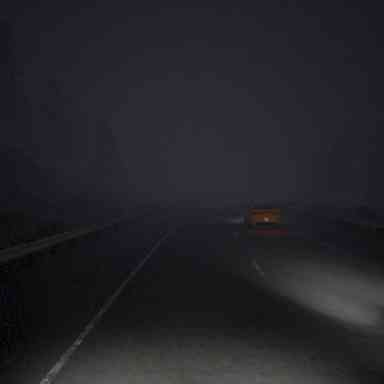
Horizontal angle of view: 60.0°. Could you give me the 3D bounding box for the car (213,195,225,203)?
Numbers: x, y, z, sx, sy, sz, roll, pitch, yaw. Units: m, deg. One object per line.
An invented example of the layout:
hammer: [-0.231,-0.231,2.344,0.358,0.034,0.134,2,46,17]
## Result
car: [5.374,1.268,65.340,1.882,1.535,5.008,0,0,11]

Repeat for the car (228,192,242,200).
car: [10.198,0.945,81.432,2.097,1.767,4.553,0,0,15]

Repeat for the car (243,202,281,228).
car: [4.425,1.410,21.530,1.882,1.535,5.008,0,0,4]
